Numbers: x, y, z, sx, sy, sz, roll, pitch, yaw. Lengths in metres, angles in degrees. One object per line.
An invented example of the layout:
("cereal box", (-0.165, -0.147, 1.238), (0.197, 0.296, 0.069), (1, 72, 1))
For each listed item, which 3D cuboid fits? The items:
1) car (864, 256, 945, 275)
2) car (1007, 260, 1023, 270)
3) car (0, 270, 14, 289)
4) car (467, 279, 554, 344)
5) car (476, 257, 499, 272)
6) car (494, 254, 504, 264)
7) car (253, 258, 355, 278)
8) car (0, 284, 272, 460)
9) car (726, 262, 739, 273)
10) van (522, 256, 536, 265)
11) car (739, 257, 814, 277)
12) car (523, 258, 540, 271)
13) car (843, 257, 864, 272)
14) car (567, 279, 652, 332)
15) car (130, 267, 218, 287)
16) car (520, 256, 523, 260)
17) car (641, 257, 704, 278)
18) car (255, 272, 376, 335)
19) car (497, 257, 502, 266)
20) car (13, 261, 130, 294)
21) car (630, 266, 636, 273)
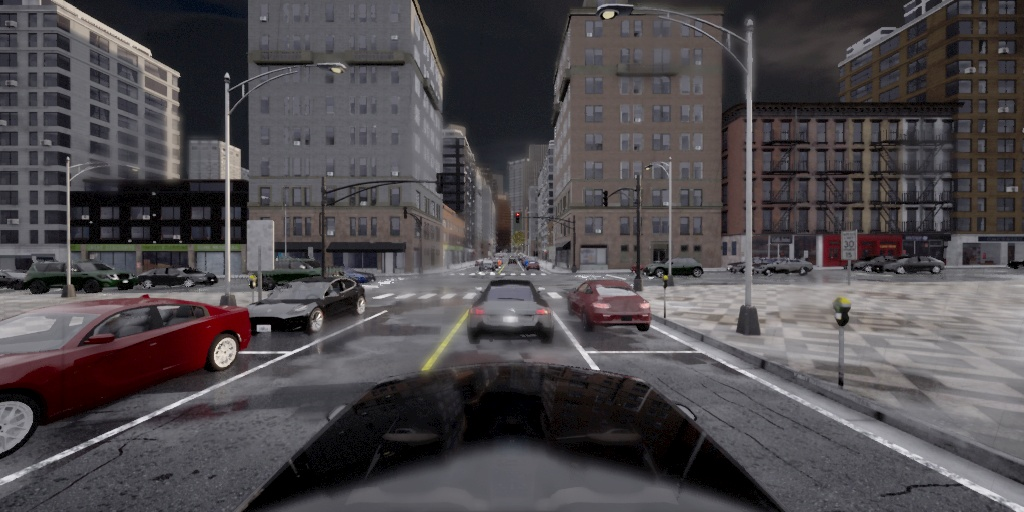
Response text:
("car", (32.957, 0.752, 29.932), (4.892, 1.490, 1.837), (-1, 0, 0))
("car", (49.182, 0.624, 33.123), (4.718, 1.301, 1.895), (-1, 0, 0))
("car", (-36.655, 1.738, 26.363), (4.674, 1.442, 1.812), (-1, 0, 0))
("car", (-0.036, 1.312, 9.598), (1.994, 1.385, 4.181), (0, 0, 0))
("car", (-3.079, 1.208, 45.598), (1.812, 1.442, 4.674), (0, 0, 2))
("car", (-2.980, 0.969, 65.157), (2.097, 1.767, 4.553), (0, 0, 1))
("car", (-13.496, 1.160, 22.960), (5.566, 2.045, 2.150), (-1, 0, 3))
("car", (-5.777, 1.295, 4.907), (1.888, 1.381, 4.507), (0, 0, 0))
("car", (22.516, 0.868, 33.171), (4.902, 1.511, 2.128), (-1, 0, 0))
("van", (2.803, 0.999, 53.360), (1.690, 1.789, 3.998), (0, 0, 0))
("car", (22.281, 0.888, 29.920), (4.902, 1.511, 2.128), (-1, 0, 0))
("car", (2.786, 1.257, 47.808), (1.802, 1.307, 4.207), (0, 0, 0))
("car", (33.556, 0.730, 33.184), (4.892, 1.490, 1.837), (0, 0, 0))
("car", (2.717, 1.330, 10.596), (1.802, 1.307, 4.207), (0, 0, 0))
("car", (-24.471, 1.568, 26.382), (4.892, 1.490, 1.837), (-1, 0, 0))
("car", (2.837, 1.202, 64.468), (1.802, 1.307, 4.207), (0, 0, 0))
("car", (13.327, 0.875, 29.902), (4.553, 1.767, 2.097), (-1, 0, 0))
("car", (-5.808, 1.314, 10.551), (1.948, 1.339, 4.313), (0, 0, 0))
("car", (-3.047, 1.200, 55.248), (2.033, 1.411, 5.357), (0, 0, 0))
("car", (-27.700, 1.343, 23.122), (5.566, 2.045, 2.150), (-1, 0, 0))
("car", (13.475, 1.105, 33.155), (4.718, 1.301, 1.895), (-1, 0, 0))
